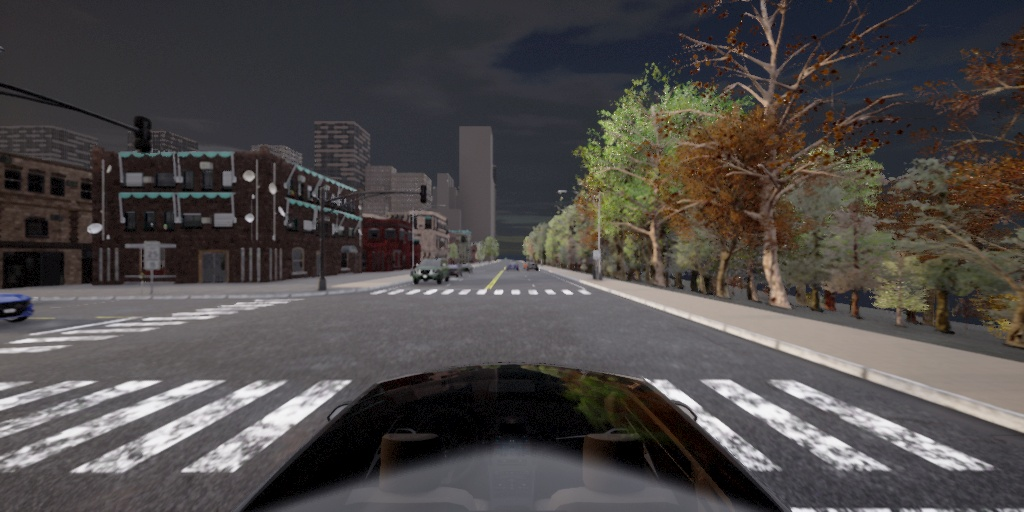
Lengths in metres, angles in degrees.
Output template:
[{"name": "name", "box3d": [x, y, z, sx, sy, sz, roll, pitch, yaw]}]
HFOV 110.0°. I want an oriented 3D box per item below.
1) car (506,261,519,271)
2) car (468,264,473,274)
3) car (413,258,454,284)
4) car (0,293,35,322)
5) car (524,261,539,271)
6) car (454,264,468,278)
[{"name": "car", "box3d": [0.104, 1.609, 60.236, 2.097, 1.767, 4.553, 0, 0, 0]}, {"name": "car", "box3d": [-6.583, 1.774, 50.462, 1.895, 1.301, 4.718, 0, 0, 0]}, {"name": "car", "box3d": [-6.596, 1.218, 29.949, 2.150, 2.045, 5.566, 0, 0, 0]}, {"name": "car", "box3d": [-18.685, 1.526, 11.541, 5.008, 1.535, 1.882, -1, 0, 0]}, {"name": "car", "box3d": [3.356, 1.755, 59.435, 1.837, 1.490, 4.892, 0, -1, 0]}, {"name": "car", "box3d": [-6.596, 1.632, 40.206, 2.033, 1.411, 5.357, 0, 0, 0]}]
